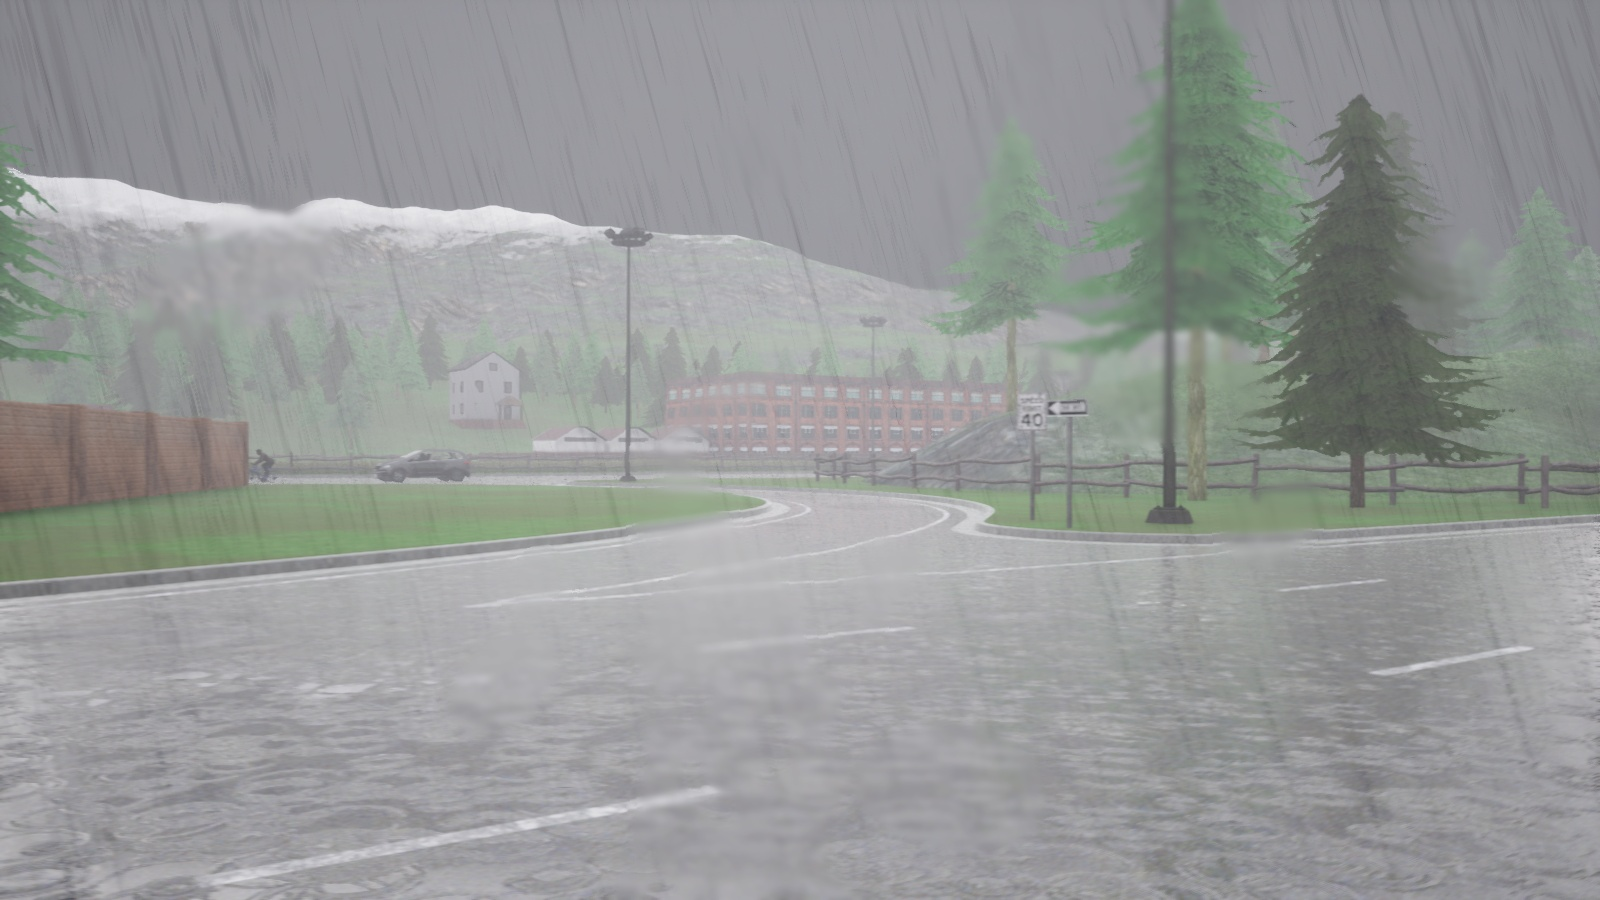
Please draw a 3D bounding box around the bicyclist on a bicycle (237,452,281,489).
[{"bbox_3d":[-23.683,0.882,54.990,1.656,1.620,0.582,0,0,-35],"label":"bicyclist on a bicycle"}]

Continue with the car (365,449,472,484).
[{"bbox_3d":[-18.969,0.782,62.510,4.611,1.667,2.242,0,0,-35],"label":"car"}]
